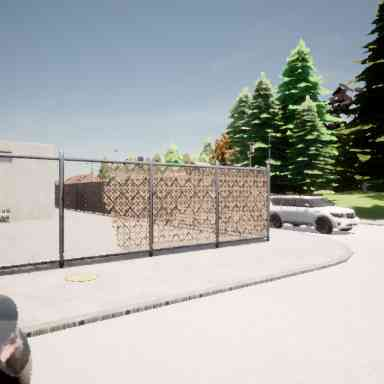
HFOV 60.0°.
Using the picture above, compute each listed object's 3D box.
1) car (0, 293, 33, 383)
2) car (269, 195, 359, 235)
[{"bbox_3d":[-3.645,1.491,1.948,4.902,1.511,2.128,0,0,-35],"label":"car"},{"bbox_3d":[6.770,1.222,19.558,2.150,2.045,5.566,0,0,-35],"label":"car"}]
